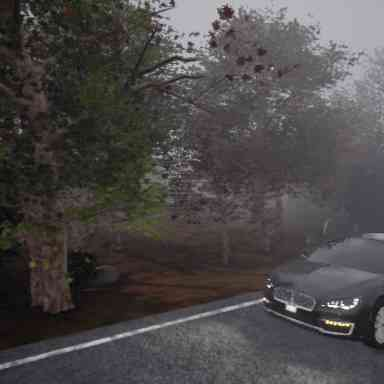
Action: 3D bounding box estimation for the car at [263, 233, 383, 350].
[{"bbox_3d":[3.492,1.596,6.460,4.892,1.490,1.837,2,-1,-35],"label":"car"}]
